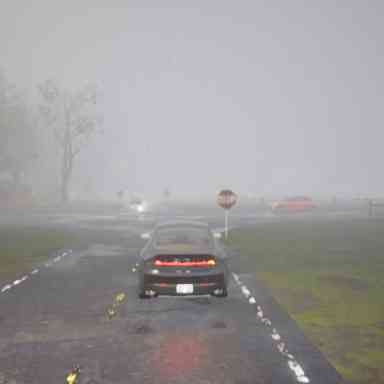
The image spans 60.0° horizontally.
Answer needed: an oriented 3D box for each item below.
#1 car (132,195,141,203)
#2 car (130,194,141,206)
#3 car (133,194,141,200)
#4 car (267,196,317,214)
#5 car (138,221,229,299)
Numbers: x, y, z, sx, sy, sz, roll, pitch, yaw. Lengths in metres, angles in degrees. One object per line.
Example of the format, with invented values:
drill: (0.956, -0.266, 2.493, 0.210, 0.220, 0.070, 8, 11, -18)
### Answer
car: (-11.446, 1.431, 68.605, 1.812, 1.442, 4.674, 0, 0, -9)
car: (-9.060, 1.468, 53.528, 2.033, 1.411, 5.357, 0, 0, -9)
car: (-13.951, 1.250, 83.971, 1.895, 1.301, 4.718, 0, 0, -9)
car: (9.628, 1.190, 32.337, 4.553, 1.767, 2.097, 0, 0, -5)
car: (-0.251, 1.488, 8.422, 1.837, 1.490, 4.892, 0, 0, -3)
